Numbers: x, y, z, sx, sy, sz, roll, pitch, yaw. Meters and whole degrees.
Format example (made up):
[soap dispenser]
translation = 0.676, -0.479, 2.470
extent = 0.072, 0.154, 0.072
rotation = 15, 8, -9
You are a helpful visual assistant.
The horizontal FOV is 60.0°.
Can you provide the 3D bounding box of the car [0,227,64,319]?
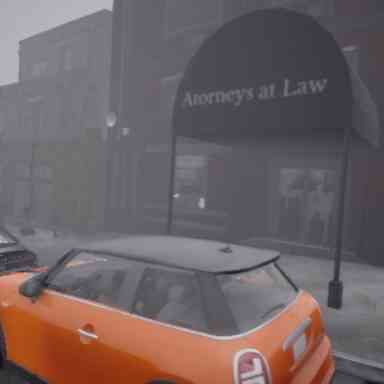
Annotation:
[car]
translation = -5.322, 1.408, 7.327
extent = 4.892, 1.521, 2.231
rotation = 1, 0, 36
